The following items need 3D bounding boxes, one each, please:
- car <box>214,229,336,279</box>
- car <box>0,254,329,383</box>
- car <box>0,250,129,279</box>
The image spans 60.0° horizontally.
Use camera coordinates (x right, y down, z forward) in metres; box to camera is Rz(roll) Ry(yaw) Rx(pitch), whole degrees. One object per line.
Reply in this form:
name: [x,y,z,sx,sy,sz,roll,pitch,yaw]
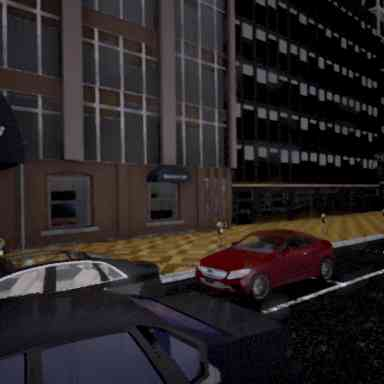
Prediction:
car: [2.009,1.622,8.335,4.206,1.307,1.802,0,-1,-38]
car: [-1.411,1.574,2.300,5.357,1.411,2.033,0,0,-38]
car: [-2.441,1.599,4.799,4.403,1.369,2.008,0,-1,-38]
